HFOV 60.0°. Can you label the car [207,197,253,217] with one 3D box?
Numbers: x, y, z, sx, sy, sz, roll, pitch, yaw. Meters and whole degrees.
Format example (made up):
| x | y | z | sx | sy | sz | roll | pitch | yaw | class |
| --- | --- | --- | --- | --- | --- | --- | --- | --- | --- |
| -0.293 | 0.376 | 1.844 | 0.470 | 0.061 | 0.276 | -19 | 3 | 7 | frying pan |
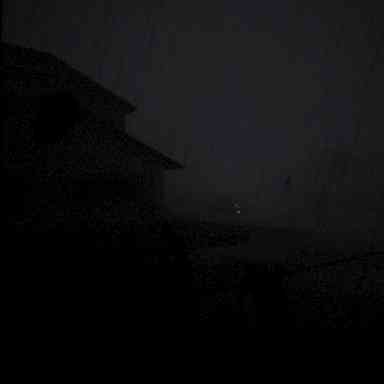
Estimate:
| x | y | z | sx | sy | sz | roll | pitch | yaw | class |
| --- | --- | --- | --- | --- | --- | --- | --- | --- | --- |
| 3.427 | 1.251 | 30.658 | 2.097 | 1.767 | 4.553 | 0 | 0 | -36 | car |
